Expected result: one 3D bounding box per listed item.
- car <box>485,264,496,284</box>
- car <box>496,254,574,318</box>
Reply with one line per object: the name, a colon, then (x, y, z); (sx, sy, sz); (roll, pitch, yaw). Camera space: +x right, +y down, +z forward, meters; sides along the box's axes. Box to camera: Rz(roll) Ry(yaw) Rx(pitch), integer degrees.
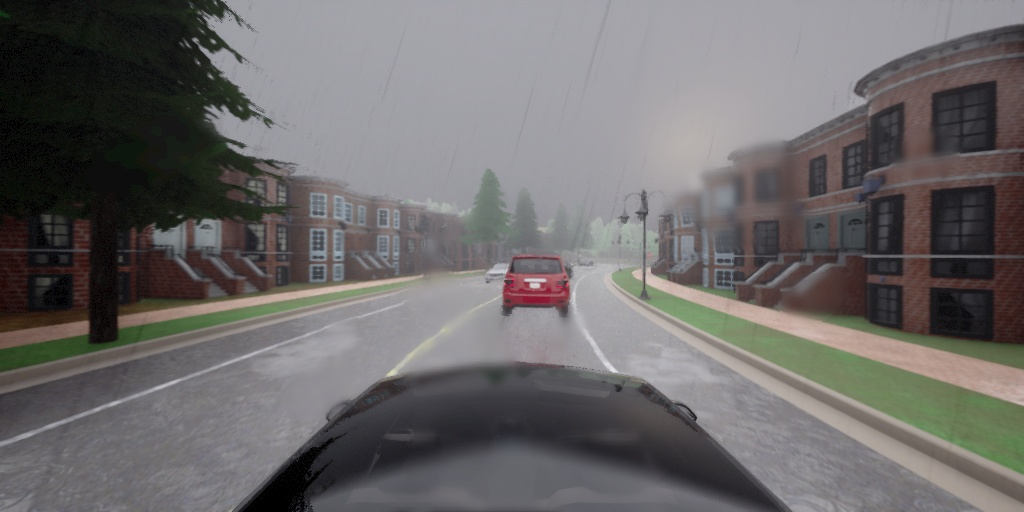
car: (-0.608, 1.229, 26.354); (1.812, 1.442, 4.674); (0, 0, 12)
car: (0.977, 0.959, 13.217); (2.150, 2.045, 5.566); (0, 0, 6)
